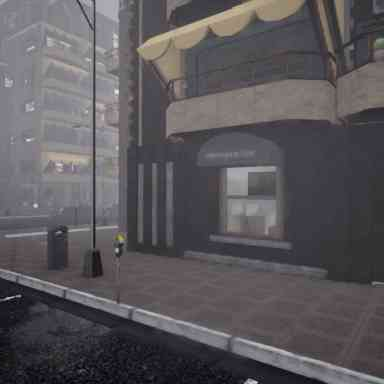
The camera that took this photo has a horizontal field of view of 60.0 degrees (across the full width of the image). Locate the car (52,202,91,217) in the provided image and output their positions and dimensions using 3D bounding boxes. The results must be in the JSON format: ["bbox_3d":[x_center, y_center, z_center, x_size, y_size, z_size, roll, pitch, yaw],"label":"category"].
[{"bbox_3d":[-12.770,1.821,35.347,1.967,1.590,4.097,-1,-1,35],"label":"car"}]

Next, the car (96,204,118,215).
[{"bbox_3d":[-9.482,2.063,39.967,1.802,1.307,4.206,-1,-1,35],"label":"car"}]
